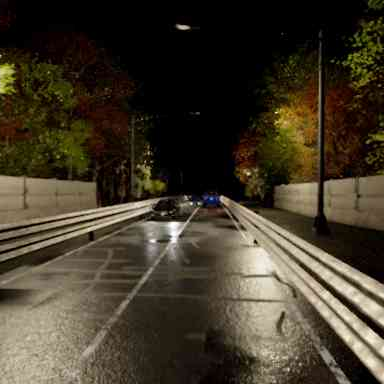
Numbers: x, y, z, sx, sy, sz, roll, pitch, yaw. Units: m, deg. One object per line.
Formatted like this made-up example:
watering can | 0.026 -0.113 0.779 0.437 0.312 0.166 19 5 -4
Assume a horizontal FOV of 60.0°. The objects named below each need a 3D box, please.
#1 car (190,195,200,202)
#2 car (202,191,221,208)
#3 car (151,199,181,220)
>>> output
car | 0.698 1.286 66.941 1.882 1.535 5.008 0 0 4
car | 2.514 0.953 42.886 2.150 2.045 5.566 0 0 3
car | -1.892 1.294 25.464 1.837 1.490 4.892 0 0 3
